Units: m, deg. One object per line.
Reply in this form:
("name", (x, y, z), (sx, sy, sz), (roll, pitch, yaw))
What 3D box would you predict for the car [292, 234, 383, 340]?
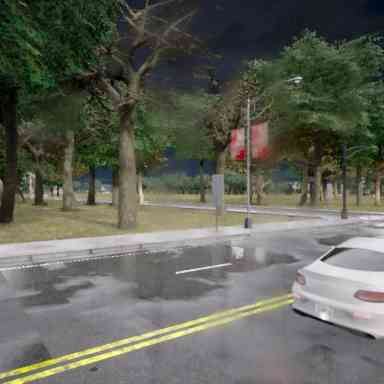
("car", (3.773, 1.526, 6.116), (4.674, 1.442, 1.812), (0, 0, -36))
